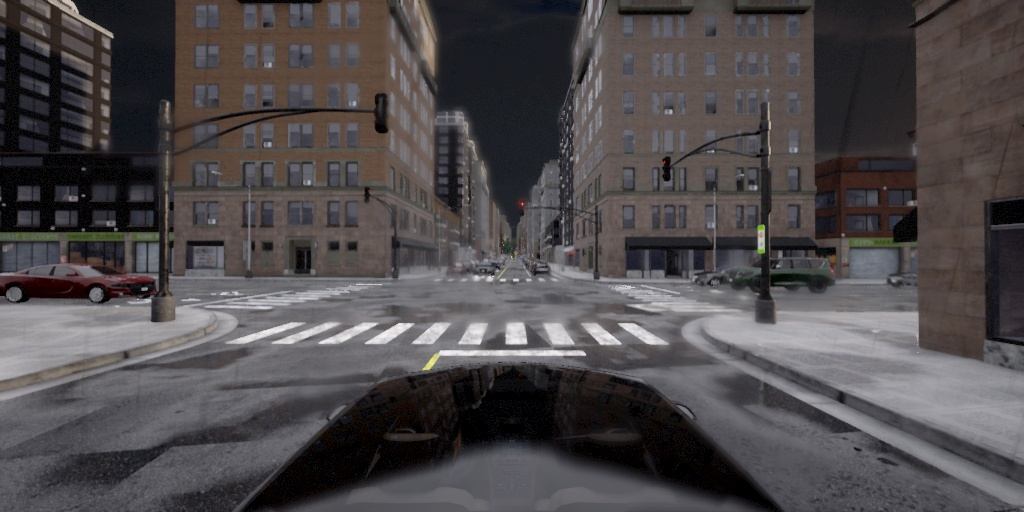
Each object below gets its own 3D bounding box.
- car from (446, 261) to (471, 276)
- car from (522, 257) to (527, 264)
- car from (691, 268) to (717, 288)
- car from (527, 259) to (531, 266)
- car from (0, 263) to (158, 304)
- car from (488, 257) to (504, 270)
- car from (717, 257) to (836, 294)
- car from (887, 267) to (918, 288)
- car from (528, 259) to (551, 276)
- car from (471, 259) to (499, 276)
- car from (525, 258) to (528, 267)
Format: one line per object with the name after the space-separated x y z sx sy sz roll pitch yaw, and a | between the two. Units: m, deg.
-5.559 1.316 36.367 1.802 1.307 4.207 0 0 1 | car
3.306 1.279 63.918 1.948 1.339 4.313 0 0 1 | car
14.825 1.388 24.292 4.902 1.511 2.128 0 -1 2 | car
3.035 1.274 41.797 1.888 1.381 4.507 0 0 1 | car
-17.440 1.054 14.552 5.008 1.535 1.882 1 -1 -1 | car
-2.590 1.271 51.409 2.033 1.411 5.357 0 0 1 | car
15.615 1.094 21.045 5.566 2.045 2.150 0 -1 0 | car
28.328 1.476 24.209 4.902 1.511 2.128 0 -1 0 | car
2.967 1.298 36.267 1.948 1.339 4.313 0 0 1 | car
-2.779 1.297 37.319 1.994 1.385 4.181 0 0 1 | car
3.102 1.276 47.327 2.007 1.370 4.403 0 0 1 | car
